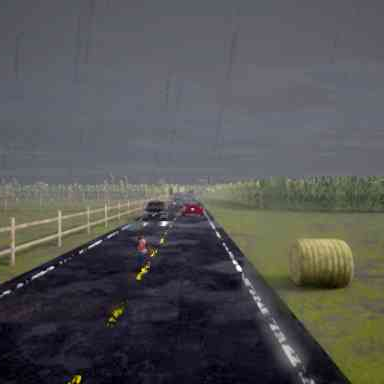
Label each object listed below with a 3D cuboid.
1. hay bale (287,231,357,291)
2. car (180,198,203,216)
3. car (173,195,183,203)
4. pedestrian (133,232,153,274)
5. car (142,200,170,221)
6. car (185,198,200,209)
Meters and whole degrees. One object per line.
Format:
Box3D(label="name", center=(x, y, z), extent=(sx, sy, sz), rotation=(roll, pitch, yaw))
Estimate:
Box3D(label="hay bale", center=(3.128, 1.647, 8.177), extent=(1.220, 1.180, 1.240), rotation=(1, 1, 0))
Box3D(label="car", center=(0.072, 1.517, 31.935), extent=(1.994, 1.385, 4.181), rotation=(0, 0, 0))
Box3D(label="car", center=(-2.788, 1.393, 68.097), extent=(2.033, 1.411, 5.357), rotation=(0, 0, 0))
Box3D(label="pedestrian", center=(-1.348, 1.285, 9.215), extent=(0.375, 1.860, 0.375), rotation=(-1, 1, -1))
Box3D(label="car", center=(-2.863, 1.469, 27.137), extent=(1.837, 1.490, 4.892), rotation=(0, 0, 0))
Box3D(label="car", center=(0.072, 1.520, 45.735), extent=(1.895, 1.301, 4.718), rotation=(0, 0, 0))
